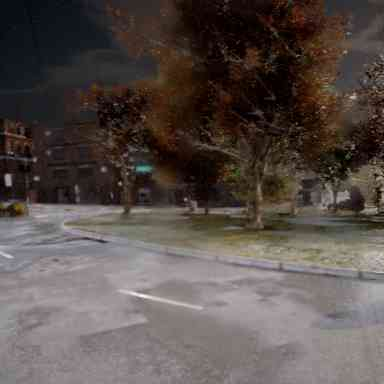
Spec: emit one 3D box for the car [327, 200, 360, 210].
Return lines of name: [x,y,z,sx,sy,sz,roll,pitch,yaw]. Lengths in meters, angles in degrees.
car: [24.703,2.041,54.329,5.008,1.535,1.882,-3,-1,29]
